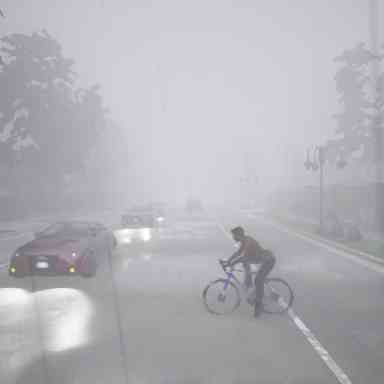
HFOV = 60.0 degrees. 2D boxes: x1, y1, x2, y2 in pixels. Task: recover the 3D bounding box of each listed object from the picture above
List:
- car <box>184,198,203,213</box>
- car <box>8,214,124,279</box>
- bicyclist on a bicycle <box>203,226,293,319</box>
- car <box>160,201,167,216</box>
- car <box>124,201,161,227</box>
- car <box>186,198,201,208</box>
[{"bbox_3d":[0.179,1.499,36.995,1.837,1.490,4.892,0,0,1],"label":"car"},{"bbox_3d":[-3.572,1.564,9.953,1.994,1.385,4.181,0,0,0],"label":"car"},{"bbox_3d":[1.010,1.453,6.042,1.656,1.620,0.582,-1,0,0],"label":"bicyclist on a bicycle"},{"bbox_3d":[-3.440,1.547,32.274,2.033,1.411,5.357,0,0,1],"label":"car"},{"bbox_3d":[-3.447,1.564,22.396,1.994,1.385,4.181,0,0,0],"label":"car"},{"bbox_3d":[0.186,1.538,47.305,1.994,1.385,4.181,0,0,1],"label":"car"}]
